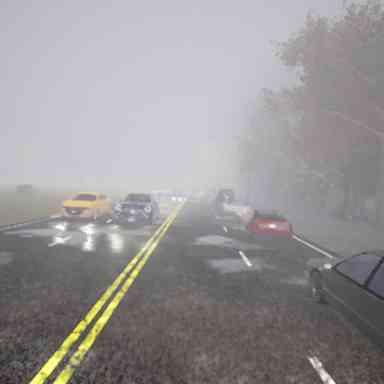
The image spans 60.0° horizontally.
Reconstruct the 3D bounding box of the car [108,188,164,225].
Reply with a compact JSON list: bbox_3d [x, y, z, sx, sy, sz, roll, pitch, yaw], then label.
[{"bbox_3d":[-3.111,0.811,19.539,2.097,1.767,4.553,3,1,1],"label":"car"}]

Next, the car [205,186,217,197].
[{"bbox_3d":[4.033,-0.044,71.141,2.150,2.045,5.566,4,0,1],"label":"car"}]

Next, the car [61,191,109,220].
[{"bbox_3d":[-6.353,0.741,20.497,1.882,1.535,5.008,3,1,1],"label":"car"}]

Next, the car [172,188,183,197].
[{"bbox_3d":[-2.621,0.115,60.879,2.128,1.511,4.902,3,1,1],"label":"car"}]

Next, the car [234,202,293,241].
[{"bbox_3d":[3.439,1.420,16.129,1.994,1.385,4.181,4,0,1],"label":"car"}]

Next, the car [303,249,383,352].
[{"bbox_3d":[3.446,1.646,5.184,2.033,1.411,5.357,2,1,1],"label":"car"}]

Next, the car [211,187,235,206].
[{"bbox_3d":[3.693,0.626,38.149,2.150,2.045,5.566,4,0,1],"label":"car"}]

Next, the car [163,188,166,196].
[{"bbox_3d":[-5.863,-0.046,61.794,1.812,1.442,4.674,3,1,1],"label":"car"}]

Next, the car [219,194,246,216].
[{"bbox_3d":[3.557,1.232,27.143,1.895,1.301,4.718,4,2,1],"label":"car"}]

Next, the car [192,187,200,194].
[{"bbox_3d":[0.855,-0.198,80.686,2.033,1.411,5.357,3,1,1],"label":"car"}]

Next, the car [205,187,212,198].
[{"bbox_3d":[3.905,0.316,60.086,2.097,1.767,4.553,4,0,1],"label":"car"}]

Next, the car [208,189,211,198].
[{"bbox_3d":[3.761,0.699,49.112,1.837,1.490,4.892,2,1,1],"label":"car"}]
